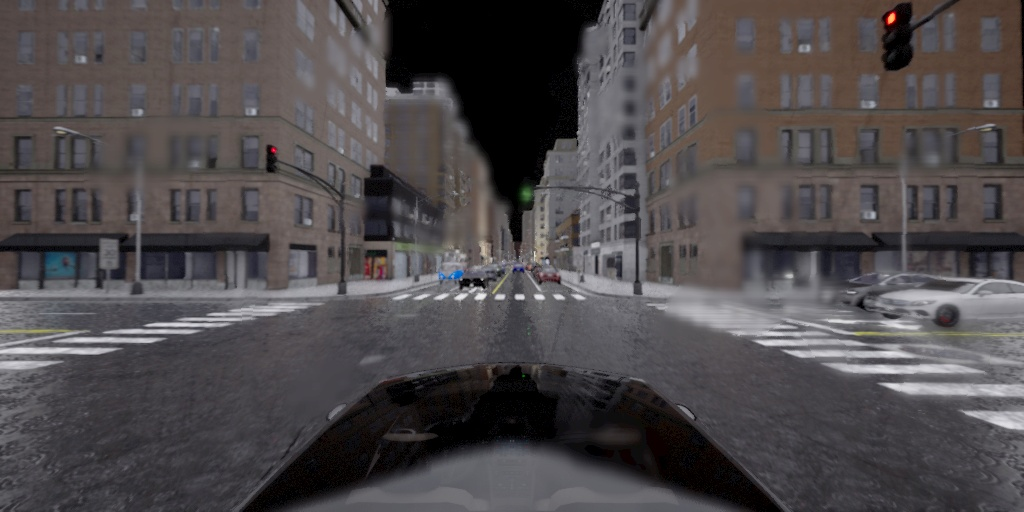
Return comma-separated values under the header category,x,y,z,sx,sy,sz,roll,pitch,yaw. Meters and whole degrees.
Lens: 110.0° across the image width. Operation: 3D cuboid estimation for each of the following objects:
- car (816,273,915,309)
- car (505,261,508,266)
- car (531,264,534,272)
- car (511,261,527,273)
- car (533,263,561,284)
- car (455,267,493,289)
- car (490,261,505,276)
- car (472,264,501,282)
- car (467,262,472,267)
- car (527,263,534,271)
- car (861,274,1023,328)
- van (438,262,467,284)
category,x,y,z,sx,sy,sz,roll,pitch,yaw
car,15.301,1.431,14.648,4.902,1.511,2.128,0,-1,1
car,-2.162,1.855,55.109,2.097,1.767,4.553,0,-1,2
car,3.267,1.811,37.042,1.948,1.339,4.313,0,0,1
car,1.066,2.037,58.991,1.882,1.535,5.008,0,-1,1
car,3.175,1.606,31.519,1.967,1.591,4.097,0,0,1
car,-2.693,1.693,26.392,1.895,1.301,4.718,0,-1,1
car,-2.363,1.712,45.122,2.097,1.767,4.553,0,-1,1
car,-2.520,1.786,35.479,1.994,1.385,4.181,0,-1,2
car,-5.258,1.561,37.178,2.192,1.841,5.009,0,0,1
car,4.196,2.136,64.077,1.837,1.490,4.892,0,-1,1
car,14.480,1.422,11.406,4.674,1.442,1.812,0,-1,2
van,-5.350,1.508,31.656,1.690,1.789,3.998,0,0,1
